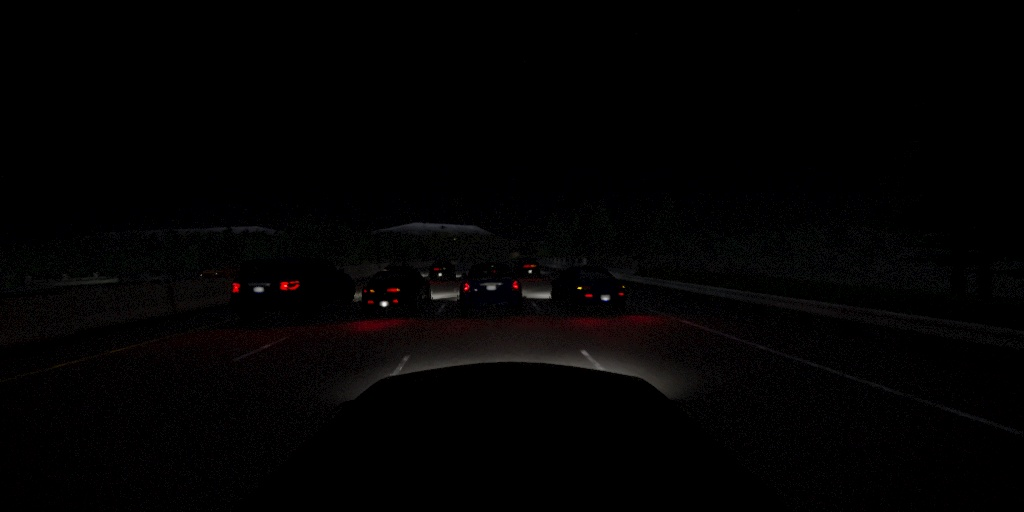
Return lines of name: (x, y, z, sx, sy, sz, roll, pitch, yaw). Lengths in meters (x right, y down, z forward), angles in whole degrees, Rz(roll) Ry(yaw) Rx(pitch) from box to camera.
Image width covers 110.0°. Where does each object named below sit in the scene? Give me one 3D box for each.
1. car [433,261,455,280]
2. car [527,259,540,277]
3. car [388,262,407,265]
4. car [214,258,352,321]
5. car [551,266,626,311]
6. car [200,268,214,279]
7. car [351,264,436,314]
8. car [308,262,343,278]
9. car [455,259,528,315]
car: (-5.753, 1.164, 30.017, 1.837, 1.490, 4.892, -2, 1, -5)
car: (1.218, 0.956, 30.620, 1.837, 1.490, 4.892, -2, 0, -5)
car: (-9.217, 1.257, 29.445, 2.128, 1.511, 4.902, -2, 1, -5)
car: (-7.843, 1.091, 13.456, 2.150, 2.045, 5.566, -2, 0, -5)
car: (2.693, 1.091, 13.373, 1.812, 1.442, 4.674, -2, 1, -5)
car: (-31.278, 1.799, 38.910, 1.882, 1.535, 5.008, -2, 0, -5)
car: (-4.382, 1.271, 14.110, 1.837, 1.490, 4.892, -2, 1, -5)
car: (-20.864, 1.533, 40.298, 1.812, 1.442, 4.674, -2, 1, -5)
car: (-0.833, 1.019, 13.579, 2.097, 1.767, 4.553, -2, 1, -5)
